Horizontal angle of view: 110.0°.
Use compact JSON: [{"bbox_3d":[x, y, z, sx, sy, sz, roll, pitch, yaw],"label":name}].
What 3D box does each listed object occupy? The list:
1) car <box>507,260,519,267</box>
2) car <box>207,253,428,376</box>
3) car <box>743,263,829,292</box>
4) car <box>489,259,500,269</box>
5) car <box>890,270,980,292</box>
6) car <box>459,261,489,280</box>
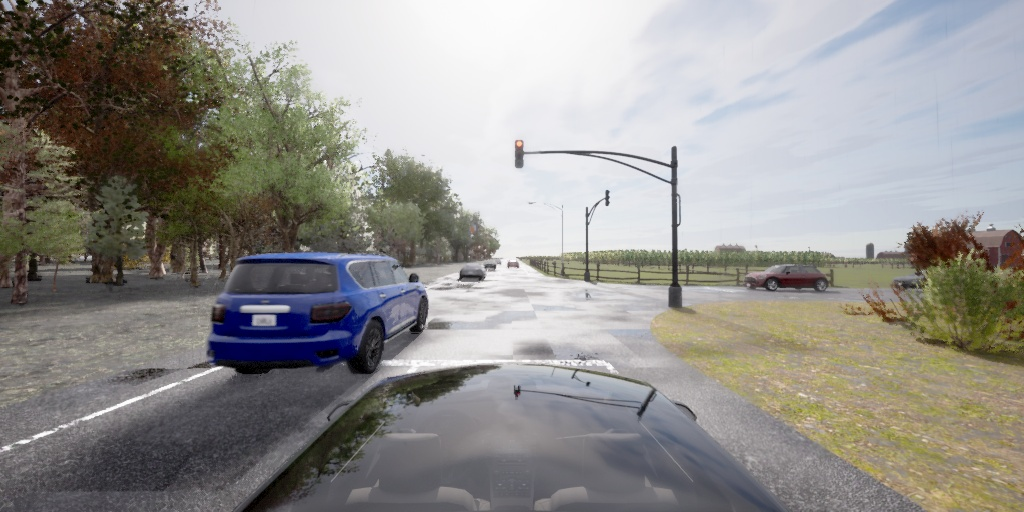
[{"bbox_3d":[0.200,1.315,63.763,1.994,1.385,4.181,0,0,0],"label":"car"},{"bbox_3d":[-3.389,0.973,7.594,2.150,2.045,5.566,0,0,0],"label":"car"},{"bbox_3d":[17.772,1.351,23.474,4.553,1.767,2.097,1,-1,1],"label":"car"},{"bbox_3d":[-3.314,1.353,54.717,1.895,1.301,4.718,0,0,0],"label":"car"},{"bbox_3d":[27.727,1.611,23.375,4.892,1.490,1.837,0,-1,1],"label":"car"},{"bbox_3d":[-3.351,1.318,31.043,1.994,1.385,4.181,0,0,0],"label":"car"}]
